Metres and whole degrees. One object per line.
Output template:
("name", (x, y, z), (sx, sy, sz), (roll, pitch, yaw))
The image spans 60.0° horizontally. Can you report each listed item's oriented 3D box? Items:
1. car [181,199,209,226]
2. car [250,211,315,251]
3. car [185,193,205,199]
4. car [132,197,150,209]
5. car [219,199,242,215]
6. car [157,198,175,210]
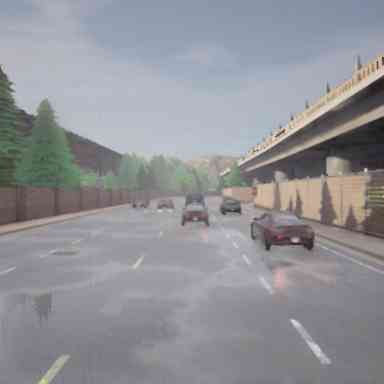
("car", (0.226, 1.497, 23.230), (1.812, 1.442, 4.674), (0, 0, 0))
("car", (3.662, 1.515, 14.037), (1.812, 1.442, 4.674), (0, 0, 0))
("car", (0.327, 1.174, 38.618), (2.150, 2.045, 5.566), (0, 0, 0))
("car", (-6.739, 1.460, 44.400), (2.128, 1.511, 4.902), (0, 0, 0))
("car", (3.794, 1.456, 33.358), (2.128, 1.511, 4.902), (0, 0, 0))
("car", (-3.274, 1.506, 42.427), (1.994, 1.385, 4.181), (0, 0, 1))
